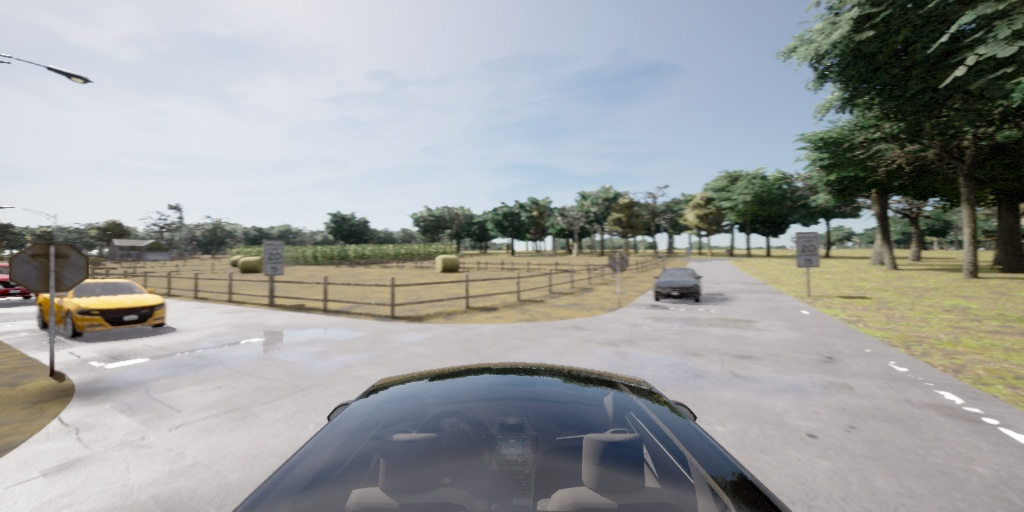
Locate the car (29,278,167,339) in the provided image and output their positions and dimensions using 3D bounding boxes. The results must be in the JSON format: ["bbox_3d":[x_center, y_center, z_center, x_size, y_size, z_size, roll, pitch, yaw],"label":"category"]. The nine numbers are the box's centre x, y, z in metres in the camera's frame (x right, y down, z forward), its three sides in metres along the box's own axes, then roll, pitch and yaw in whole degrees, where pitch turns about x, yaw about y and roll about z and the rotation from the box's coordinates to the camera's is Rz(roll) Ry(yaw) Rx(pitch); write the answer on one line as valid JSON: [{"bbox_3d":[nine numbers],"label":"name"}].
[{"bbox_3d":[-12.575,1.441,10.975,5.008,1.535,1.882,-1,-1,29],"label":"car"}]

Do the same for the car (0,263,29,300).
[{"bbox_3d":[-26.051,1.370,18.410,5.566,2.045,2.150,-1,-1,29],"label":"car"}]

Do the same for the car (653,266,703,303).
[{"bbox_3d":[8.019,1.296,17.241,1.882,1.535,5.008,-2,0,29],"label":"car"}]
